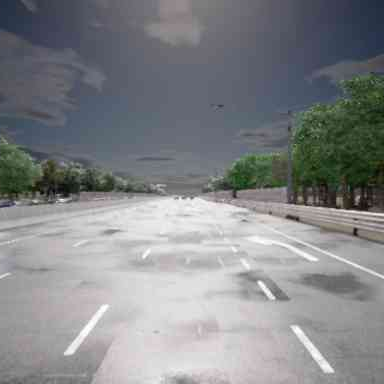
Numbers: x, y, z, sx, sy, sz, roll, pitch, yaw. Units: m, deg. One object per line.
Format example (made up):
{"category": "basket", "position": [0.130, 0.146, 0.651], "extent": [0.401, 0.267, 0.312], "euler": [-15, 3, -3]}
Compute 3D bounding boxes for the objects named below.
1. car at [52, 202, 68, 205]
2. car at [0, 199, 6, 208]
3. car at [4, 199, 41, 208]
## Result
{"category": "car", "position": [-17.575, 1.979, 44.344], "extent": [1.994, 1.385, 4.181], "euler": [0, 0, 0]}
{"category": "car", "position": [-24.564, 1.754, 42.656], "extent": [2.097, 1.767, 4.553], "euler": [0, -1, 0]}
{"category": "car", "position": [-21.074, 1.946, 42.245], "extent": [2.033, 1.411, 5.357], "euler": [0, 0, 0]}
